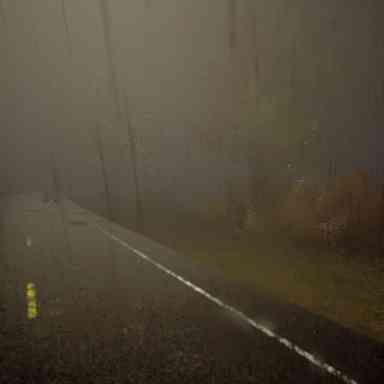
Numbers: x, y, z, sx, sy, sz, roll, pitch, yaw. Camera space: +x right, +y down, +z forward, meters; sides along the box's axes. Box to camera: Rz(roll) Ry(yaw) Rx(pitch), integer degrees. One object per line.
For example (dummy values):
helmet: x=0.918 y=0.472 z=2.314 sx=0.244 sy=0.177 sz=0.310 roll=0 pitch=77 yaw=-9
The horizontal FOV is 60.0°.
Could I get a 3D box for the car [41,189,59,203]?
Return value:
car: x=-18.285 y=0.735 z=43.146 sx=1.895 sy=1.301 sz=4.718 roll=3 pitch=0 yaw=-24
